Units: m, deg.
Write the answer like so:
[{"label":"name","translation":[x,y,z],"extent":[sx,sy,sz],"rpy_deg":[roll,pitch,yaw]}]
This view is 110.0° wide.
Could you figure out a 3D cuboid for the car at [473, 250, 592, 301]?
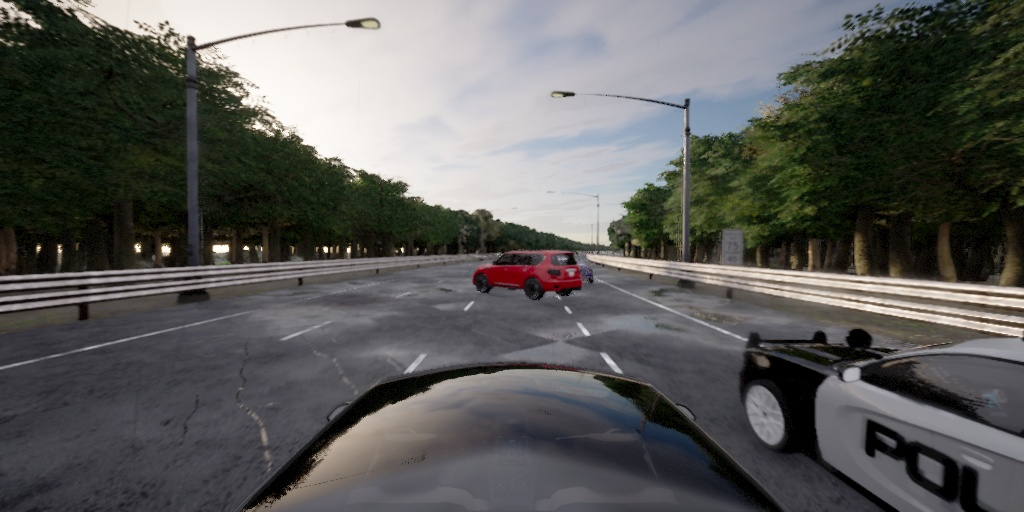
[{"label":"car","translation":[0.544,0.755,16.309],"extent":[2.150,2.045,5.566],"rpy_deg":[-1,2,-43]}]

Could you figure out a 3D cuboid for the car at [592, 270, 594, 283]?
[{"label":"car","translation":[4.137,0.956,23.394],"extent":[1.812,1.442,4.674],"rpy_deg":[0,1,3]}]

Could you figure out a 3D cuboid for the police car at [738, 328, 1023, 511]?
[{"label":"police car","translation":[3.492,1.174,2.167],"extent":[1.930,1.638,5.238],"rpy_deg":[0,1,0]}]
